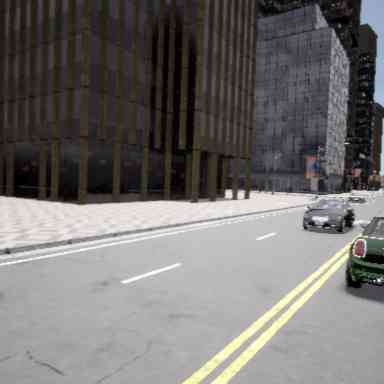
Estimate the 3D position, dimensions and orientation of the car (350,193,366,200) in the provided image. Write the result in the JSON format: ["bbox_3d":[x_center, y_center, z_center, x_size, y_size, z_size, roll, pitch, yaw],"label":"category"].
[{"bbox_3d":[23.585,0.824,47.468,1.895,1.301,4.718,3,2,34],"label":"car"}]

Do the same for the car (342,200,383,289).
[{"bbox_3d":[5.259,1.251,8.140,2.097,1.767,4.553,3,2,34],"label":"car"}]

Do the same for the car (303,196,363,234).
[{"bbox_3d":[7.224,1.154,17.295,2.128,1.511,4.902,3,2,34],"label":"car"}]
